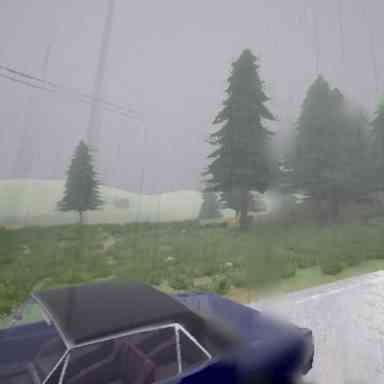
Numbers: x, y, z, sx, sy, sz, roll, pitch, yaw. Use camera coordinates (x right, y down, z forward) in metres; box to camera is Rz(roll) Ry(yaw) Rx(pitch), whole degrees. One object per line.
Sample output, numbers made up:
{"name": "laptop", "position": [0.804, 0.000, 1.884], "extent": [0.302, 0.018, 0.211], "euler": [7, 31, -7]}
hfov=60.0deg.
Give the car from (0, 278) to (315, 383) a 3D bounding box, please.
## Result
{"name": "car", "position": [-1.115, 1.607, 2.867], "extent": [4.718, 1.301, 1.895], "euler": [1, -1, -35]}
